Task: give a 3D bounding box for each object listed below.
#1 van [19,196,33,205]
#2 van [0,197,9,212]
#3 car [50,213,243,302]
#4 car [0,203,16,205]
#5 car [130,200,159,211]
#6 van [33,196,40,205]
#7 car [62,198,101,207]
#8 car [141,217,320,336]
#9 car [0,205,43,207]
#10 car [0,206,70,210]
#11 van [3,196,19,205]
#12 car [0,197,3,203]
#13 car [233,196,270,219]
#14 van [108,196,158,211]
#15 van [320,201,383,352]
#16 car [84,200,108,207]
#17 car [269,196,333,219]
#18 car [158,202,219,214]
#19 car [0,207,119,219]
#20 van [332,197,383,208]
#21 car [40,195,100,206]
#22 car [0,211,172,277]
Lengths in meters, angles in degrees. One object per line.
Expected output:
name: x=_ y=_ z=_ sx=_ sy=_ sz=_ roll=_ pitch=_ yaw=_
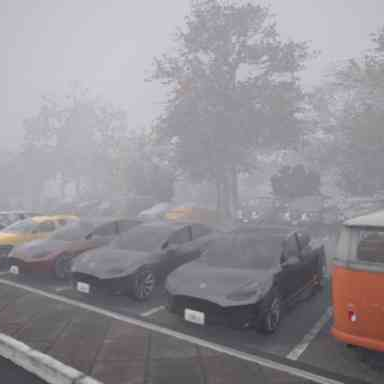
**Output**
van: x=-15.524 y=1.417 z=35.598 sx=1.878 sy=1.987 sz=4.442 roll=0 pitch=0 yaw=36
van: x=-26.754 y=1.643 z=43.674 sx=1.878 sy=1.987 sz=4.442 roll=-1 pitch=-1 yaw=36
car: x=-0.823 y=1.544 z=8.735 sx=2.163 sy=1.488 sz=4.792 roll=0 pitch=0 yaw=36
car: x=-12.184 y=1.577 z=16.713 sx=1.946 sy=1.575 sz=5.366 roll=0 pitch=0 yaw=36
car: x=-2.197 y=1.604 z=25.873 sx=2.002 sy=1.452 sz=4.674 roll=0 pitch=0 yaw=36
van: x=-13.377 y=1.404 z=34.054 sx=1.878 sy=1.987 sz=4.442 roll=0 pitch=0 yaw=36
car: x=-8.848 y=1.603 z=30.646 sx=2.097 sy=1.535 sz=5.008 roll=0 pitch=0 yaw=36
car: x=1.430 y=1.530 z=7.115 sx=2.163 sy=1.488 sz=4.792 roll=0 pitch=0 yaw=36
car: x=-9.826 y=1.568 z=15.238 sx=2.231 sy=1.521 sz=4.892 roll=0 pitch=0 yaw=36
car: x=-7.564 y=1.555 z=13.627 sx=2.231 sy=1.521 sz=4.892 roll=0 pitch=0 yaw=36
van: x=-18.017 y=1.431 z=37.103 sx=1.878 sy=1.987 sz=4.442 roll=-1 pitch=-1 yaw=36
car: x=-20.070 y=1.696 z=38.730 sx=2.097 sy=1.535 sz=5.008 roll=-1 pitch=-1 yaw=36
car: x=4.633 y=1.273 z=20.924 sx=2.435 sy=2.045 sz=5.566 roll=0 pitch=0 yaw=36
van: x=-4.381 y=1.351 z=27.584 sx=1.878 sy=1.987 sz=4.442 roll=0 pitch=0 yaw=36
van: x=3.768 y=1.262 z=5.613 sx=1.878 sy=1.987 sz=4.442 roll=0 pitch=0 yaw=36
car: x=-6.596 y=1.630 z=29.031 sx=2.002 sy=1.452 sz=4.674 roll=0 pitch=0 yaw=36
car: x=6.882 y=1.259 z=19.306 sx=2.435 sy=2.045 sz=5.566 roll=0 pitch=0 yaw=36
car: x=0.148 y=1.550 z=24.177 sx=2.097 sy=1.535 sz=5.008 roll=0 pitch=0 yaw=36
car: x=-5.423 y=1.538 z=11.851 sx=1.946 sy=1.575 sz=5.366 roll=0 pitch=0 yaw=36
van: x=9.079 y=1.272 z=17.617 sx=1.878 sy=1.987 sz=4.442 roll=0 pitch=0 yaw=36
car: x=-11.212 y=1.366 z=32.318 sx=2.435 sy=2.045 sz=5.566 roll=0 pitch=0 yaw=36
car: x=-3.077 y=1.557 z=10.356 sx=2.163 sy=1.488 sz=4.792 roll=0 pitch=0 yaw=36
